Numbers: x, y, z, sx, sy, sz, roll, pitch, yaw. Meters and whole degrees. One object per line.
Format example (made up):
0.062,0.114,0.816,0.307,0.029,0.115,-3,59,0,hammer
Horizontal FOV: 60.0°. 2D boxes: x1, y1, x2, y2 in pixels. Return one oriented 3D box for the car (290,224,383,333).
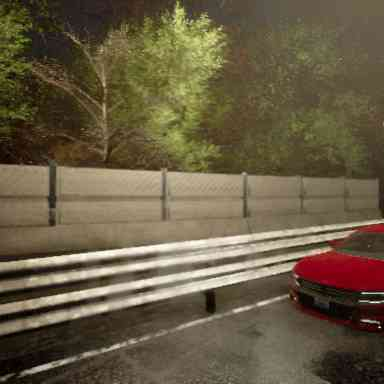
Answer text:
4.021,1.408,6.539,5.008,1.535,1.882,-1,1,-35,car
